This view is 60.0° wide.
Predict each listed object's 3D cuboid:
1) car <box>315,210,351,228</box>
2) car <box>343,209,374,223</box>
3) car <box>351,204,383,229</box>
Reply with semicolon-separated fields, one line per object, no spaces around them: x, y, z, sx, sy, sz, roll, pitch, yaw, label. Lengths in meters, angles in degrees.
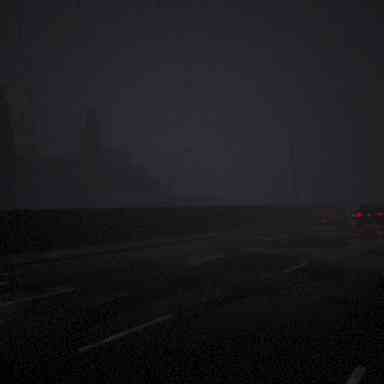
13.149;2.426;31.028;1.882;1.535;5.008;-2;-3;40;car
19.508;2.700;38.769;2.033;1.411;5.357;-2;-3;40;car
16.302;2.085;29.465;2.150;2.045;5.566;-2;-3;40;car
